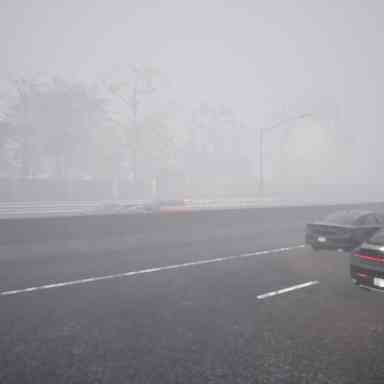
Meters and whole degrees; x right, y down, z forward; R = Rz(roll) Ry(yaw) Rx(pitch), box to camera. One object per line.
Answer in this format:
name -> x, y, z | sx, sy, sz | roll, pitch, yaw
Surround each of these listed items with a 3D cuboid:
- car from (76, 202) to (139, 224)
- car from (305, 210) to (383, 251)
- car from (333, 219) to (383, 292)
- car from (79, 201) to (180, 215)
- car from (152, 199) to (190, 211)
car -> -6.357, 1.528, 25.253 | 4.181, 1.385, 1.994 | 0, 0, -35
car -> 6.365, 1.431, 12.587 | 5.008, 1.535, 1.882 | 0, 0, -36
car -> 5.581, 1.471, 7.728 | 4.892, 1.490, 1.837 | 0, 0, -36
car -> -3.448, 1.461, 18.730 | 4.902, 1.511, 2.128 | 0, 0, -35
car -> -2.339, 1.307, 23.818 | 4.553, 1.767, 2.097 | 0, 0, -35
